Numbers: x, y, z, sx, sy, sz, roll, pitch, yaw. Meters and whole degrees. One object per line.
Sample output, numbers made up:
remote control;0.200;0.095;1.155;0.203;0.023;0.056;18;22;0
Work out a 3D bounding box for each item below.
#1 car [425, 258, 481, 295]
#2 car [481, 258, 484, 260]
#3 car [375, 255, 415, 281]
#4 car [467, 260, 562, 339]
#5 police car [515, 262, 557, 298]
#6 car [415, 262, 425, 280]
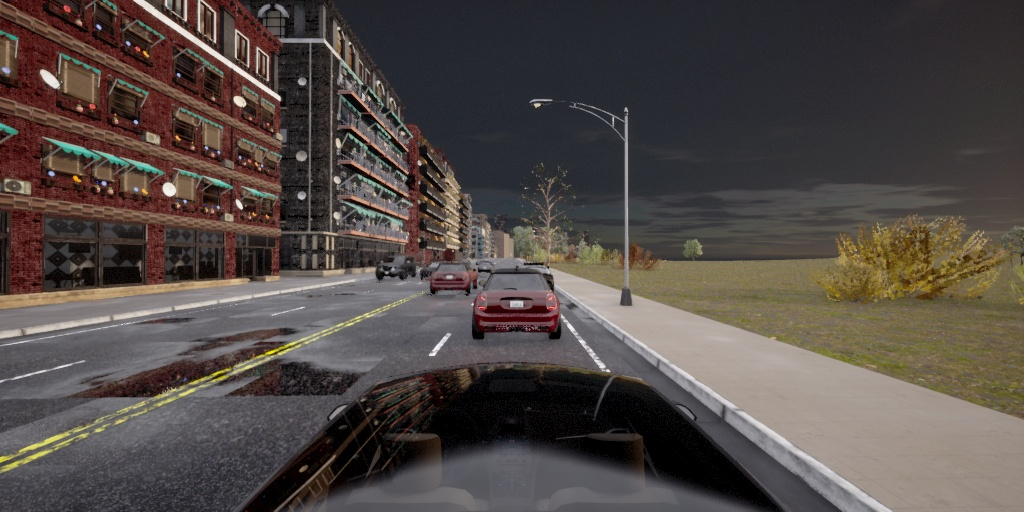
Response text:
car;-3.112;1.104;20.024;2.097;1.767;4.553;0;0;0
car;-3.063;1.315;42.796;1.994;1.385;4.181;0;0;0
car;-9.789;0.973;30.819;2.150;2.045;5.566;0;0;0
car;0.113;1.103;10.194;2.097;1.767;4.553;0;0;0
police car;1.174;1.177;19.689;1.930;1.638;5.238;0;0;0
car;-6.540;1.230;30.942;1.882;1.535;5.008;0;0;0
